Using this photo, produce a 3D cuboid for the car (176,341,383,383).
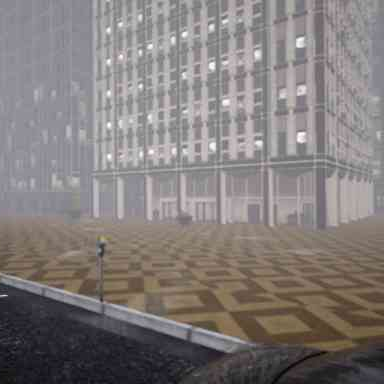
[{"bbox_3d":[1.649,1.562,1.702,4.313,1.339,1.947,-1,0,36],"label":"car"}]
